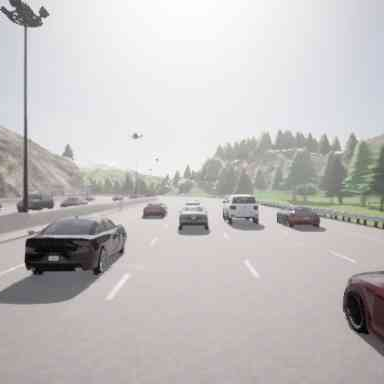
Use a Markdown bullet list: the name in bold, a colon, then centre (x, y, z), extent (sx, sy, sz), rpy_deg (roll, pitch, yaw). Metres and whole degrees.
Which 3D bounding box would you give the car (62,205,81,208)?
- **car**: centre (-14.099, 1.364, 39.643), extent (2.097, 1.767, 4.553), rpy_deg (0, 0, 0)

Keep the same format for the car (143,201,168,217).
- **car**: centre (-3.409, 1.575, 31.444), extent (1.994, 1.385, 4.181), rpy_deg (0, 0, 0)

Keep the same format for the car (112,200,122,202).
- **car**: centre (-17.523, 1.578, 78.631), extent (1.994, 1.385, 4.181), rpy_deg (0, 0, 0)

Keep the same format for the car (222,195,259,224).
- **car**: centre (3.593, 1.230, 25.243), extent (2.150, 2.045, 5.566), rpy_deg (0, 0, 0)

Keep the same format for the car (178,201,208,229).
- **car**: centre (0.095, 1.555, 21.605), extent (2.033, 1.411, 5.357), rpy_deg (0, 0, 0)

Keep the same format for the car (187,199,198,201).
- **car**: centre (0.088, 1.561, 40.797), extent (2.033, 1.411, 5.357), rpy_deg (0, 0, 0)

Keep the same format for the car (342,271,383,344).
- **car**: centre (3.599, 1.566, 4.109), extent (1.994, 1.385, 4.181), rpy_deg (0, 0, 0)

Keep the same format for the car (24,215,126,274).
- **car**: centre (-3.403, 1.481, 10.649), extent (1.882, 1.535, 5.008), rpy_deg (0, 0, 0)

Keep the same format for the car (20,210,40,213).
- **car**: centre (-17.604, 1.234, 37.834), extent (2.150, 2.045, 5.566), rpy_deg (0, 0, 0)

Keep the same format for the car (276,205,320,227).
- **car**: centre (7.093, 1.572, 22.640), extent (1.994, 1.385, 4.181), rpy_deg (0, 0, 0)
